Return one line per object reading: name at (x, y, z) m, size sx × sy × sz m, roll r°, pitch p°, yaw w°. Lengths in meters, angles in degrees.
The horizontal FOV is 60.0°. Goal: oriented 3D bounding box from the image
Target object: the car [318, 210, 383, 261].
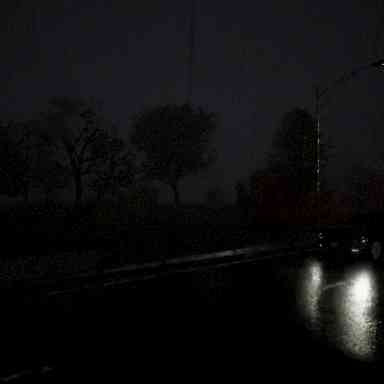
car at (6.694, 1.432, 12.270) m, size 5.008 × 1.535 × 1.882 m, roll 0°, pitch 0°, yaw -34°
